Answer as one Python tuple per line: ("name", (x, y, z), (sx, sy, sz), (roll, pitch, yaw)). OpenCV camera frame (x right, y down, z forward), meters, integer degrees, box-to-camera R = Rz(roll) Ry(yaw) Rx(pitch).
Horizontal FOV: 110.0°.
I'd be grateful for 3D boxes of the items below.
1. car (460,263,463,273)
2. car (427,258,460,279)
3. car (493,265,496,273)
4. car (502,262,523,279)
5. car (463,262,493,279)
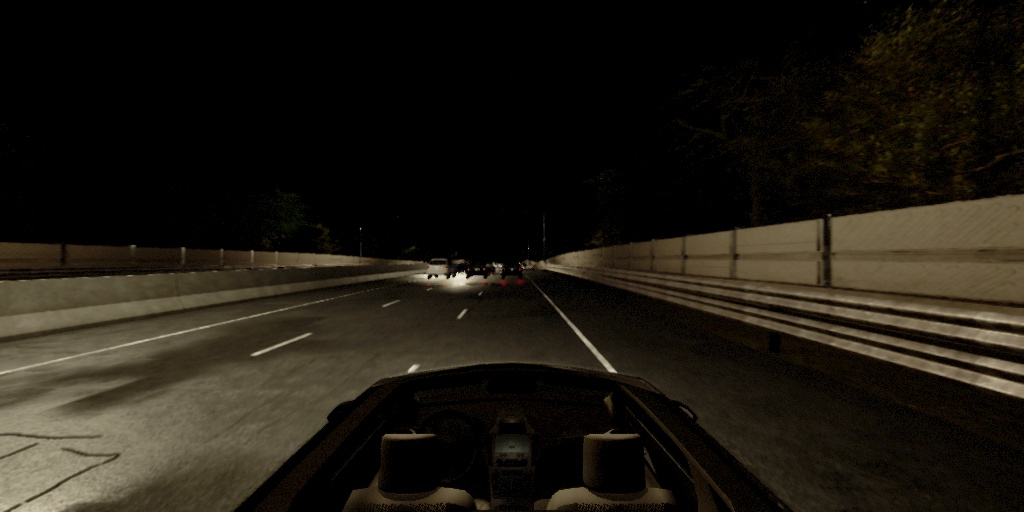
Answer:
("car", (-6.947, 1.743, 52.772), (1.882, 1.535, 5.008), (0, -1, 0))
("car", (-6.996, 1.263, 36.147), (2.150, 2.045, 5.566), (0, -1, 0))
("car", (-3.440, 1.881, 53.730), (1.895, 1.301, 4.718), (0, -1, 0))
("car", (0.014, 1.407, 37.345), (2.097, 1.767, 4.553), (0, -1, 0))
("car", (-3.486, 1.408, 37.392), (2.097, 1.767, 4.553), (0, -1, 0))
